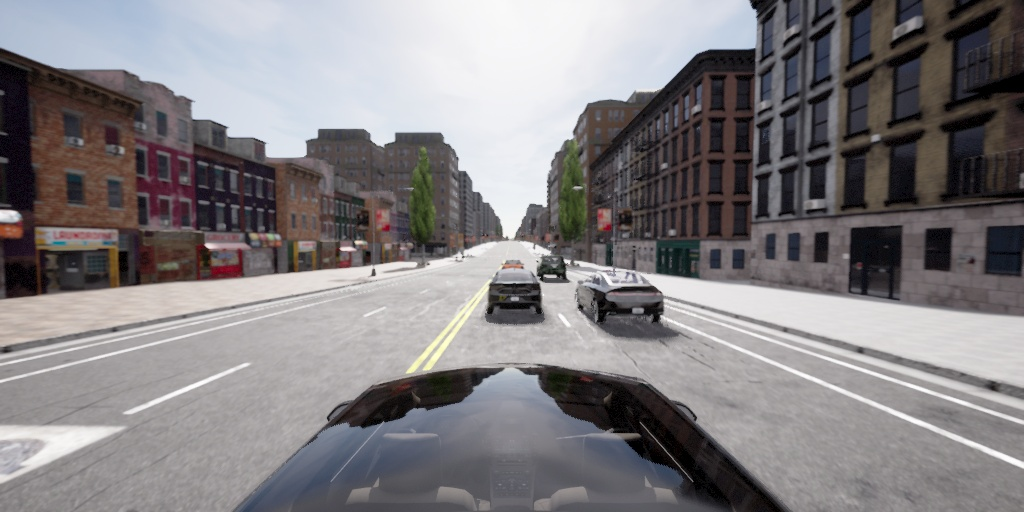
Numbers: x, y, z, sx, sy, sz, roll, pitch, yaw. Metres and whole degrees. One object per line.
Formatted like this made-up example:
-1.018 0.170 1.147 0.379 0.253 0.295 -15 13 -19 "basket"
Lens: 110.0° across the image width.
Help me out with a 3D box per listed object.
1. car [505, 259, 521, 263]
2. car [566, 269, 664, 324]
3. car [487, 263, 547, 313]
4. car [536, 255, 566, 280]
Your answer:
0.084 1.062 32.976 2.097 1.767 4.553 0 0 0 "car"
3.344 1.234 11.934 2.128 1.511 4.902 0 0 0 "car"
0.093 1.218 13.942 1.882 1.535 5.008 0 0 0 "car"
3.334 0.937 30.914 2.150 2.045 5.566 0 0 0 "car"
